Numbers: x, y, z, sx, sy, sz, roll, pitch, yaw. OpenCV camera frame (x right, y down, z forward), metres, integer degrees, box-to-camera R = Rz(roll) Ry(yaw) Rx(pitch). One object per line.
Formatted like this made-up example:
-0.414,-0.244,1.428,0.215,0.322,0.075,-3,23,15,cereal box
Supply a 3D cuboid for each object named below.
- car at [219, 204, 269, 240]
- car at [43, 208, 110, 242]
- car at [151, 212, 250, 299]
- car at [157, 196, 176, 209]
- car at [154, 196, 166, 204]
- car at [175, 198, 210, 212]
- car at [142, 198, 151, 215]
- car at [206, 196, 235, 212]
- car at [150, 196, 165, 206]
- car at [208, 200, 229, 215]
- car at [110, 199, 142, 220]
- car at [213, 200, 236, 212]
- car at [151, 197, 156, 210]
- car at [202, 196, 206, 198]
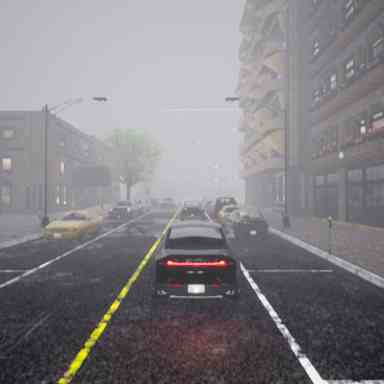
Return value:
2.670,1.531,16.665,2.008,1.369,4.403,1,0,0,car
-5.676,1.506,16.420,1.752,1.417,4.829,1,0,0,car
0.081,1.495,8.420,1.837,1.490,4.892,0,0,0,car
-3.131,1.432,43.727,1.882,1.535,5.008,0,0,0,car
-5.938,1.467,61.914,1.752,1.417,4.829,1,0,0,car
0.046,1.462,26.358,2.128,1.511,4.902,0,0,0,car
-5.709,1.403,33.650,1.967,1.590,4.097,1,0,0,car
2.651,1.284,28.039,2.192,1.841,5.009,1,0,0,car
-5.757,1.496,56.397,2.008,1.369,4.403,1,0,0,car
2.635,1.545,33.725,1.802,1.307,4.206,1,0,0,car
-5.698,1.409,27.962,1.967,1.590,4.097,1,0,0,car
2.658,1.499,22.522,1.752,1.417,4.829,1,0,0,car
-5.723,1.540,39.337,1.802,1.307,4.206,1,0,0,car
2.612,1.519,45.098,1.947,1.339,4.313,1,0,0,car
